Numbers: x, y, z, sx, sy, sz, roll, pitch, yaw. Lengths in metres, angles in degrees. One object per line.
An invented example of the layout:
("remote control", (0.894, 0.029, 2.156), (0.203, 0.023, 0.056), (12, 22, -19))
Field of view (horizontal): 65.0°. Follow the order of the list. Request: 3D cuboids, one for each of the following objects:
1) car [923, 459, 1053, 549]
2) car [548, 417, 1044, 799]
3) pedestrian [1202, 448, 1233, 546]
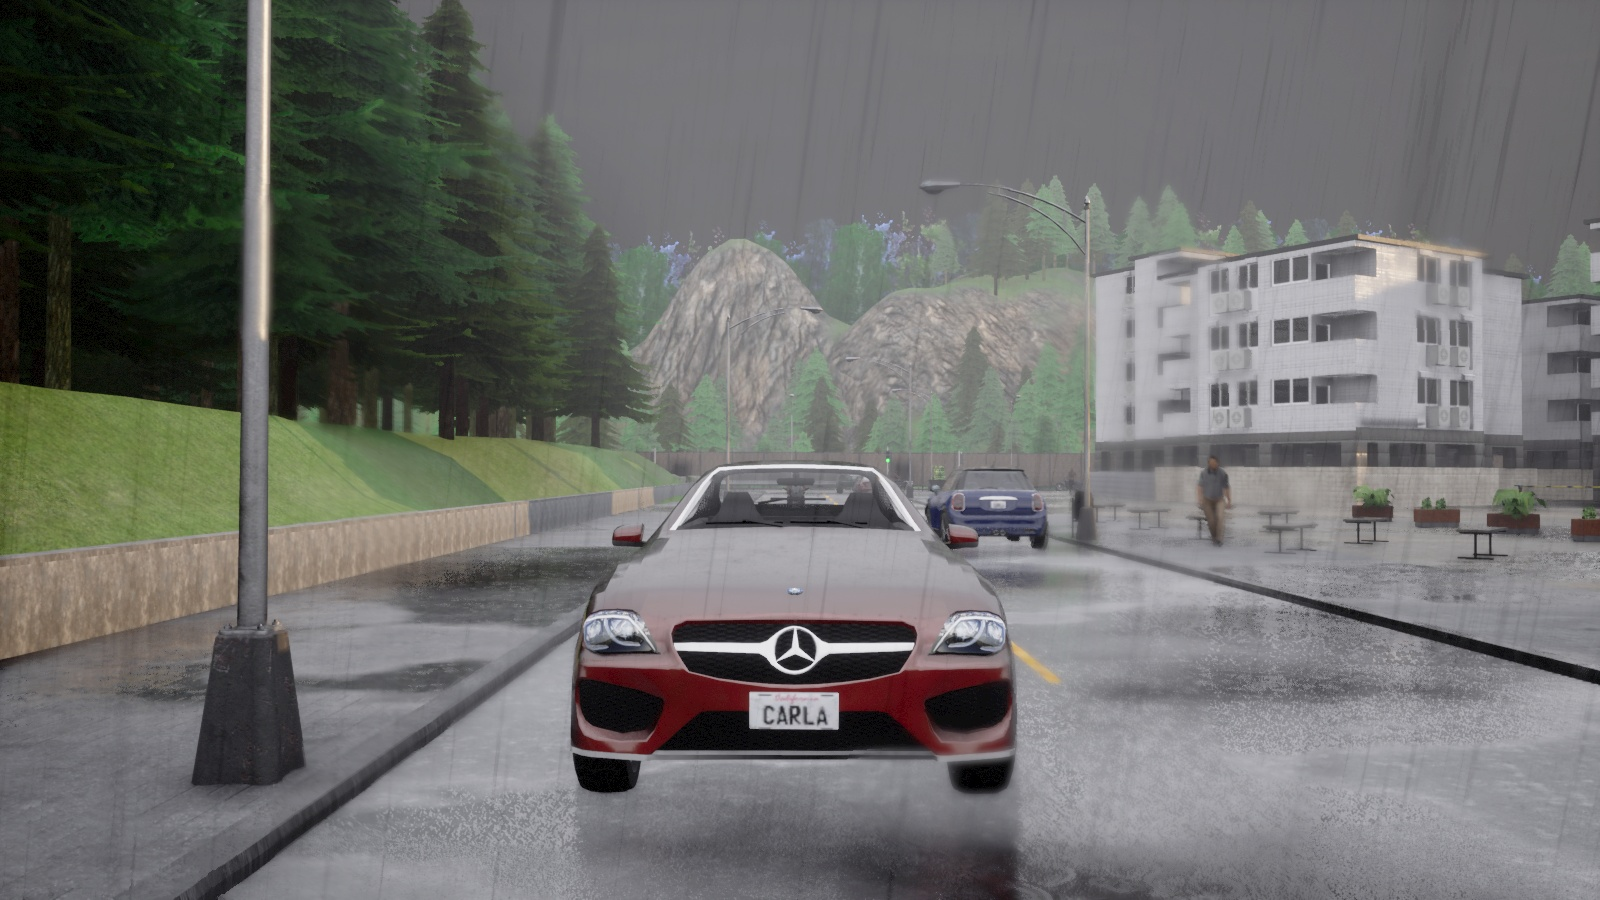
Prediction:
("car", (3.922, 1.111, 27.053), (2.097, 1.767, 4.553), (0, -1, 0))
("car", (-0.024, 0.727, 7.983), (2.152, 1.651, 5.027), (0, -1, 0))
("pedestrian", (8.041, 0.898, 24.197), (0.540, 1.848, 0.694), (-1, -1, 19))
